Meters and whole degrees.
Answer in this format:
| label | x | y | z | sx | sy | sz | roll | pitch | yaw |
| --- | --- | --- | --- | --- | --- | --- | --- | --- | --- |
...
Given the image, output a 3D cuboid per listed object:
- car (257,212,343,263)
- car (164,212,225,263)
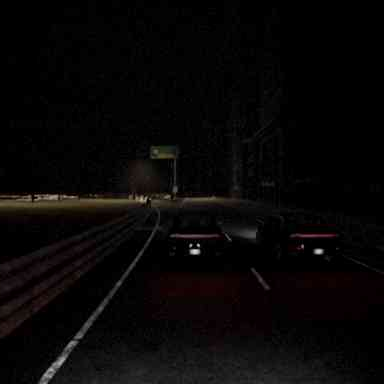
| label | x | y | z | sx | sy | sz | roll | pitch | yaw |
| --- | --- | --- | --- | --- | --- | --- | --- | --- | --- |
| car | 3.589 | 1.465 | 11.835 | 2.128 | 1.511 | 4.902 | 0 | 0 | 0 |
| car | 0.090 | 1.463 | 11.804 | 2.128 | 1.511 | 4.902 | 0 | 0 | 0 |
